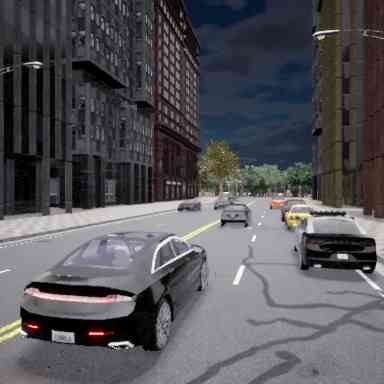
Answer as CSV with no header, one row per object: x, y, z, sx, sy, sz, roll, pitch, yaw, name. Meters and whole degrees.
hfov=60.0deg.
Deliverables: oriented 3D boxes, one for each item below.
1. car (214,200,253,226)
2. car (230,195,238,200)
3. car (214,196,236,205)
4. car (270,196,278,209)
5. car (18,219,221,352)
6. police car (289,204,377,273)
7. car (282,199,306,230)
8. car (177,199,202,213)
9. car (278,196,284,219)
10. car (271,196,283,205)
3.166,1.547,23.303,2.033,1.411,5.357,0,0,14,car
9.647,1.449,78.177,2.033,1.411,5.357,0,0,14,car
3.931,1.561,41.140,1.994,1.385,4.181,0,0,14,car
11.664,1.348,45.008,2.097,1.767,4.553,0,0,14,car
-0.950,1.492,6.282,2.128,1.511,4.902,0,0,14,car
4.414,1.425,10.911,1.930,1.638,5.238,0,0,14,police car
6.783,1.455,20.709,1.801,1.575,5.366,0,0,14,car
-0.165,1.545,38.032,2.033,1.411,5.357,0,0,14,car
8.142,1.350,26.327,2.097,1.767,4.553,0,0,14,car
15.276,1.541,59.976,2.033,1.411,5.357,0,0,14,car
